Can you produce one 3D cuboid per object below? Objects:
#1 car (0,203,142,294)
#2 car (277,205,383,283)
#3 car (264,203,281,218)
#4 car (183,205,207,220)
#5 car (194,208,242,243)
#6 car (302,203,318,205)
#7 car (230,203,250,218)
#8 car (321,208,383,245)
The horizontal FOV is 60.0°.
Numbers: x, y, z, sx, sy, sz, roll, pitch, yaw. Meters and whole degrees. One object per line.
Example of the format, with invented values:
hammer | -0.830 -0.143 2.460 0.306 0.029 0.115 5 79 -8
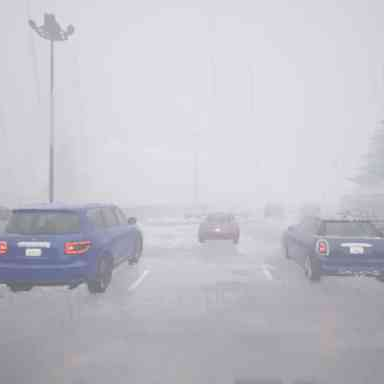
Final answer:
car | -2.948 1.318 9.270 2.150 2.045 5.566 0 -1 4
car | 4.187 1.463 10.238 2.097 1.767 4.553 0 -1 5
car | 8.293 1.849 33.557 2.128 1.511 4.902 0 -1 15
car | 0.618 1.936 31.900 1.895 1.301 4.718 0 -1 14
car | 1.477 1.748 17.408 1.994 1.385 4.181 0 -1 8
car | 12.088 1.843 34.190 1.882 1.535 5.008 0 -1 15
car | 4.859 1.888 34.316 1.812 1.442 4.674 0 -1 15
car | 8.561 1.682 17.680 2.128 1.511 4.902 0 -1 8
